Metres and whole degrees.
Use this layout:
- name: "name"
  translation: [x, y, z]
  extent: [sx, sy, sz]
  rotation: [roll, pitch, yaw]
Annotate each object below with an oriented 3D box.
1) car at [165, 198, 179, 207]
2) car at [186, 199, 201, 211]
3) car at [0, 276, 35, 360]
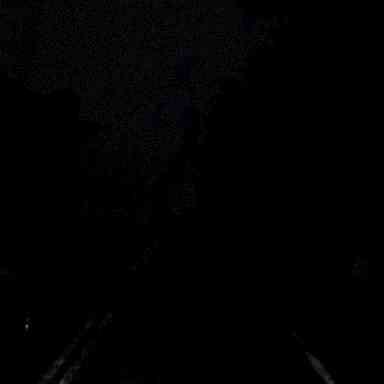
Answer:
- name: "car"
  translation: [-3.142, 1.697, 52.731]
  extent: [1.994, 1.385, 4.181]
  rotation: [0, 0, 1]
- name: "car"
  translation: [0.130, 1.617, 41.302]
  extent: [2.033, 1.411, 5.357]
  rotation: [0, 0, 0]
- name: "car"
  translation: [-3.350, 1.562, 3.287]
  extent: [1.994, 1.385, 4.181]
  rotation: [0, 0, 0]
